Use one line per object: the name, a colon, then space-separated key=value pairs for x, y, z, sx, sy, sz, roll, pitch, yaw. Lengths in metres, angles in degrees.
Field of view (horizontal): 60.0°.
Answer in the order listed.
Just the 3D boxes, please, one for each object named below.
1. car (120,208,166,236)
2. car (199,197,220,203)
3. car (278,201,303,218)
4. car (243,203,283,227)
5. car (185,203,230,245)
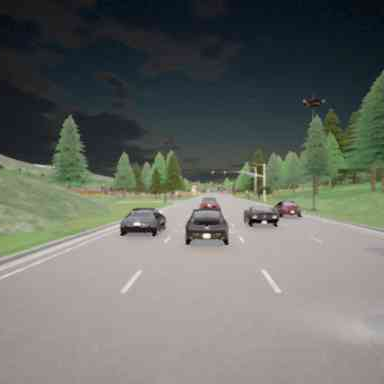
car: x=-2.629 y=1.565 z=18.631 sx=1.994 sy=1.385 sz=4.181 roll=0 pitch=0 yaw=3
car: x=1.828 y=1.341 z=34.907 sx=2.097 sy=1.767 sz=4.553 roll=0 pitch=0 yaw=3
car: x=8.554 y=1.502 z=30.111 sx=1.812 sy=1.442 sz=4.674 roll=0 pitch=0 yaw=3
car: x=4.616 y=1.587 z=22.829 sx=1.895 sy=1.301 sz=4.718 roll=0 pitch=0 yaw=3
car: x=0.712 y=1.500 z=15.617 sx=1.837 sy=1.490 sz=4.892 roll=0 pitch=0 yaw=3
